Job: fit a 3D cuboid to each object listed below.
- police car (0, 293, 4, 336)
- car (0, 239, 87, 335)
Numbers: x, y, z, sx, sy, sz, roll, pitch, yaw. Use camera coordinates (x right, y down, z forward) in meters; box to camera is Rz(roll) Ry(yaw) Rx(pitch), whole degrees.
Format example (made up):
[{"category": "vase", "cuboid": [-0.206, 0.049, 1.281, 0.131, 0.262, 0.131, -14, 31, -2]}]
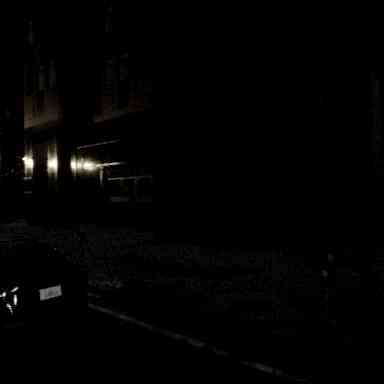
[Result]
[{"category": "police car", "cuboid": [-4.940, 1.486, 4.921, 5.238, 1.638, 1.930, -1, 0, 39]}, {"category": "car", "cuboid": [-3.752, 1.598, 6.415, 4.313, 1.339, 1.947, -1, 0, 40]}]
